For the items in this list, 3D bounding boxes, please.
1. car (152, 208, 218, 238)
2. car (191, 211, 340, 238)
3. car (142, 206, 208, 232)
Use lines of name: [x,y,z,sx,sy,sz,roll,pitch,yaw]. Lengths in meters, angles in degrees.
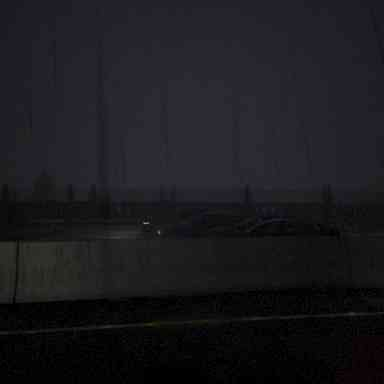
car: [1.056,1.594,14.783,5.357,1.411,2.033,1,0,-8]
car: [2.612,1.544,11.390,4.902,1.511,2.128,1,0,-7]
car: [-0.249,1.548,18.066,4.892,1.490,1.837,1,0,-8]
